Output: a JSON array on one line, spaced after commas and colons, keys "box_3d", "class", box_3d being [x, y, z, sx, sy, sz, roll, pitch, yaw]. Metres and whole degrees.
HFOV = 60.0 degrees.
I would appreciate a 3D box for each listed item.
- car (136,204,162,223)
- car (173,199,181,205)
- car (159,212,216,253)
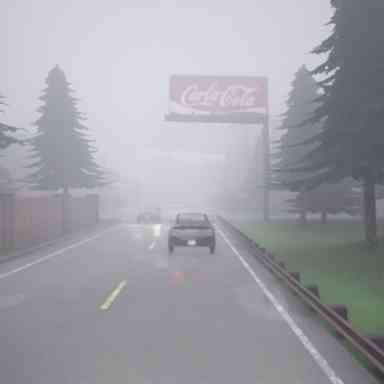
[{"box_3d": [-3.522, 1.794, 28.273, 1.812, 1.442, 4.674, 0, -1, 0], "class": "car"}, {"box_3d": [-3.552, 2.344, 80.201, 1.895, 1.301, 4.718, 0, -1, 0], "class": "car"}, {"box_3d": [-0.006, 1.628, 14.297, 2.128, 1.511, 4.902, 0, 0, 0], "class": "car"}]
